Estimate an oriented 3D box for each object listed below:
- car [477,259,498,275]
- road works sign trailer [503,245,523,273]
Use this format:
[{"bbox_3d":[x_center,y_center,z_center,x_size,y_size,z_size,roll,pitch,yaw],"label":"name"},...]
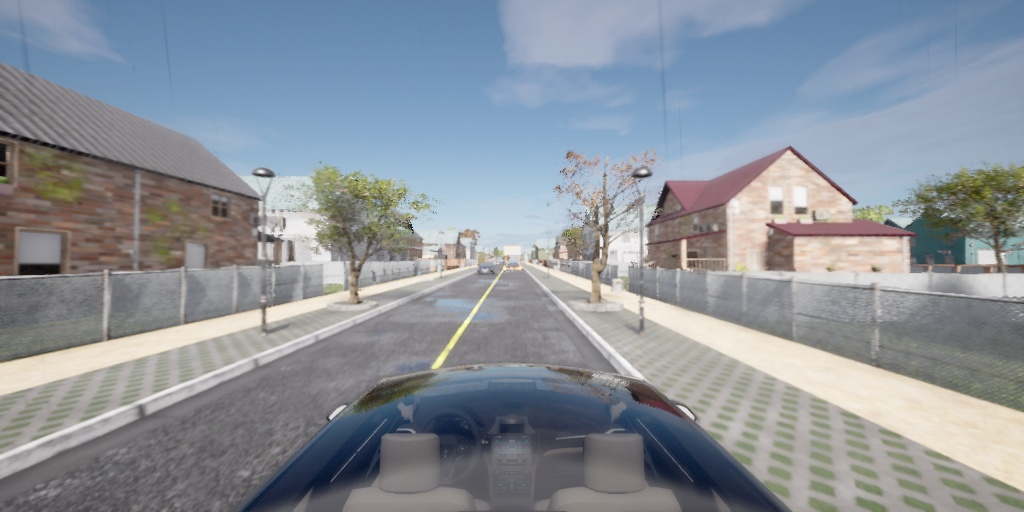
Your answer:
[{"bbox_3d":[-2.805,1.352,39.848,1.812,1.442,4.674,0,0,0],"label":"car"},{"bbox_3d":[0.046,0.314,46.254,2.380,3.560,2.880,0,0,0],"label":"road works sign trailer"}]
